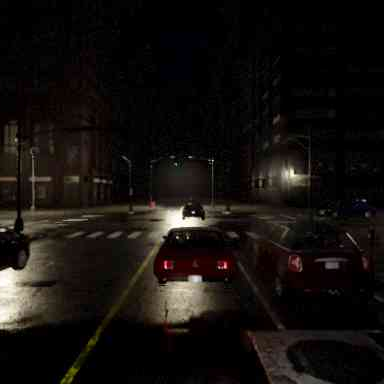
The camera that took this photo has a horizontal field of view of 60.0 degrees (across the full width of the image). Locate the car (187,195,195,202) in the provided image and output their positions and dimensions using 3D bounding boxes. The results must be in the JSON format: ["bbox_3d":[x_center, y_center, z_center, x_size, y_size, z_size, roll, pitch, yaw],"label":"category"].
[{"bbox_3d":[-0.188,1.666,86.769,2.097,1.767,4.553,0,0,0],"label":"car"}]

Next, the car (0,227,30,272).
[{"bbox_3d":[-5.771,1.589,8.472,2.008,1.369,4.403,0,0,0],"label":"car"}]

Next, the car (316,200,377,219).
[{"bbox_3d":[14.155,1.616,30.091,4.674,1.442,1.812,0,0,2],"label":"car"}]

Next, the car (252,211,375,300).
[{"bbox_3d":[2.753,1.478,8.480,1.967,1.590,4.097,0,0,0],"label":"car"}]

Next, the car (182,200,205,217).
[{"bbox_3d":[0.126,1.707,30.331,1.994,1.385,4.181,0,0,0],"label":"car"}]

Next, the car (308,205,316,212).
[{"bbox_3d":[14.191,1.593,33.331,4.892,1.490,1.837,0,0,1],"label":"car"}]

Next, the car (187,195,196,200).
[{"bbox_3d":[-0.141,1.744,76.760,2.097,1.767,4.553,0,0,0],"label":"car"}]

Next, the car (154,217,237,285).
[{"bbox_3d":[0.083,1.644,9.590,1.895,1.301,4.718,0,0,0],"label":"car"}]
